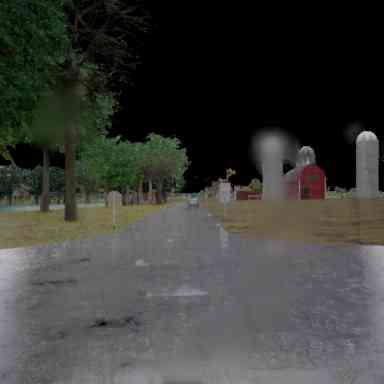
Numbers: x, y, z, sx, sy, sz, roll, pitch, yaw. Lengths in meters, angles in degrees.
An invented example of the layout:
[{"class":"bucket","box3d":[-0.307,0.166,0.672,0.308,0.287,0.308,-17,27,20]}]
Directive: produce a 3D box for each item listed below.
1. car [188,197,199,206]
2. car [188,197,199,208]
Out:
[{"class":"car","box3d":[0.285,1.834,65.968,2.097,1.767,4.553,0,-1,0]},{"class":"car","box3d":[0.240,1.819,55.575,2.128,1.511,4.902,0,-1,0]}]
